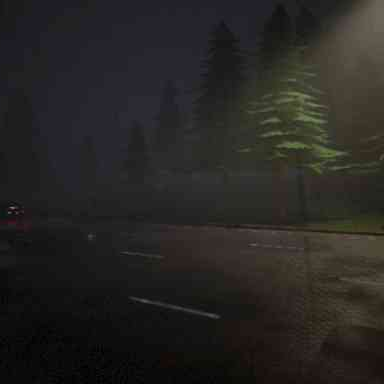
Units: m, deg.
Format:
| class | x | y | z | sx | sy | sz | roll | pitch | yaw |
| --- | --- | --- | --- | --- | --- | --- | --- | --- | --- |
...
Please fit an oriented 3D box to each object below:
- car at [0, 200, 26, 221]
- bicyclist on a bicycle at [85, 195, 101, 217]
| class | x | y | z | sx | sy | sz | roll | pitch | yaw |
| --- | --- | --- | --- | --- | --- | --- | --- | --- | --- |
| car | -15.024 | 1.387 | 26.047 | 4.902 | 1.511 | 2.128 | -1 | 1 | 32 |
| bicyclist on a bicycle | -7.616 | 1.080 | 25.603 | 0.582 | 1.620 | 1.656 | 0 | 0 | 32 |
